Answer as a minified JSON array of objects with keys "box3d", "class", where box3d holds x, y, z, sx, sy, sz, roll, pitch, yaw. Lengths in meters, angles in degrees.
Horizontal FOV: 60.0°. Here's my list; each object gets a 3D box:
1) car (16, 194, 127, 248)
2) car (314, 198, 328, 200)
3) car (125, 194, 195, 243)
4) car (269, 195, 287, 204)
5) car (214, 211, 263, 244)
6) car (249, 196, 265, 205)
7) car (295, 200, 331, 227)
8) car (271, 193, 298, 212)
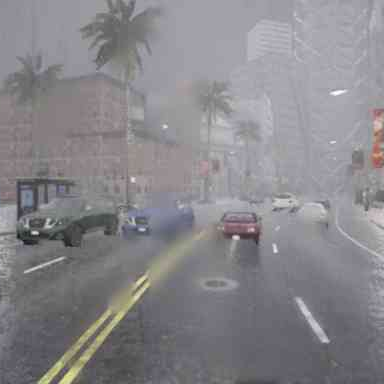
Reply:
[{"box3d":[-5.202,1.141,14.954,2.150,2.045,5.566,0,0,12],"class":"car"},{"box3d":[14.870,1.400,38.364,1.882,1.535,5.008,0,0,24],"class":"car"},{"box3d":[-1.372,1.154,16.083,2.150,2.045,5.566,0,0,14],"class":"car"},{"box3d":[14.276,1.203,54.741,2.033,1.411,5.357,0,0,24],"class":"car"},{"box3d":[2.344,1.552,15.707,1.895,1.301,4.718,0,0,14],"class":"car"},{"box3d":[11.069,1.440,56.144,2.033,1.411,5.357,0,0,24],"class":"car"},{"box3d":[8.163,1.478,22.369,1.812,1.442,4.674,0,0,20],"class":"car"},{"box3d":[10.487,1.128,37.077,2.150,2.045,5.566,0,0,24],"class":"car"}]
